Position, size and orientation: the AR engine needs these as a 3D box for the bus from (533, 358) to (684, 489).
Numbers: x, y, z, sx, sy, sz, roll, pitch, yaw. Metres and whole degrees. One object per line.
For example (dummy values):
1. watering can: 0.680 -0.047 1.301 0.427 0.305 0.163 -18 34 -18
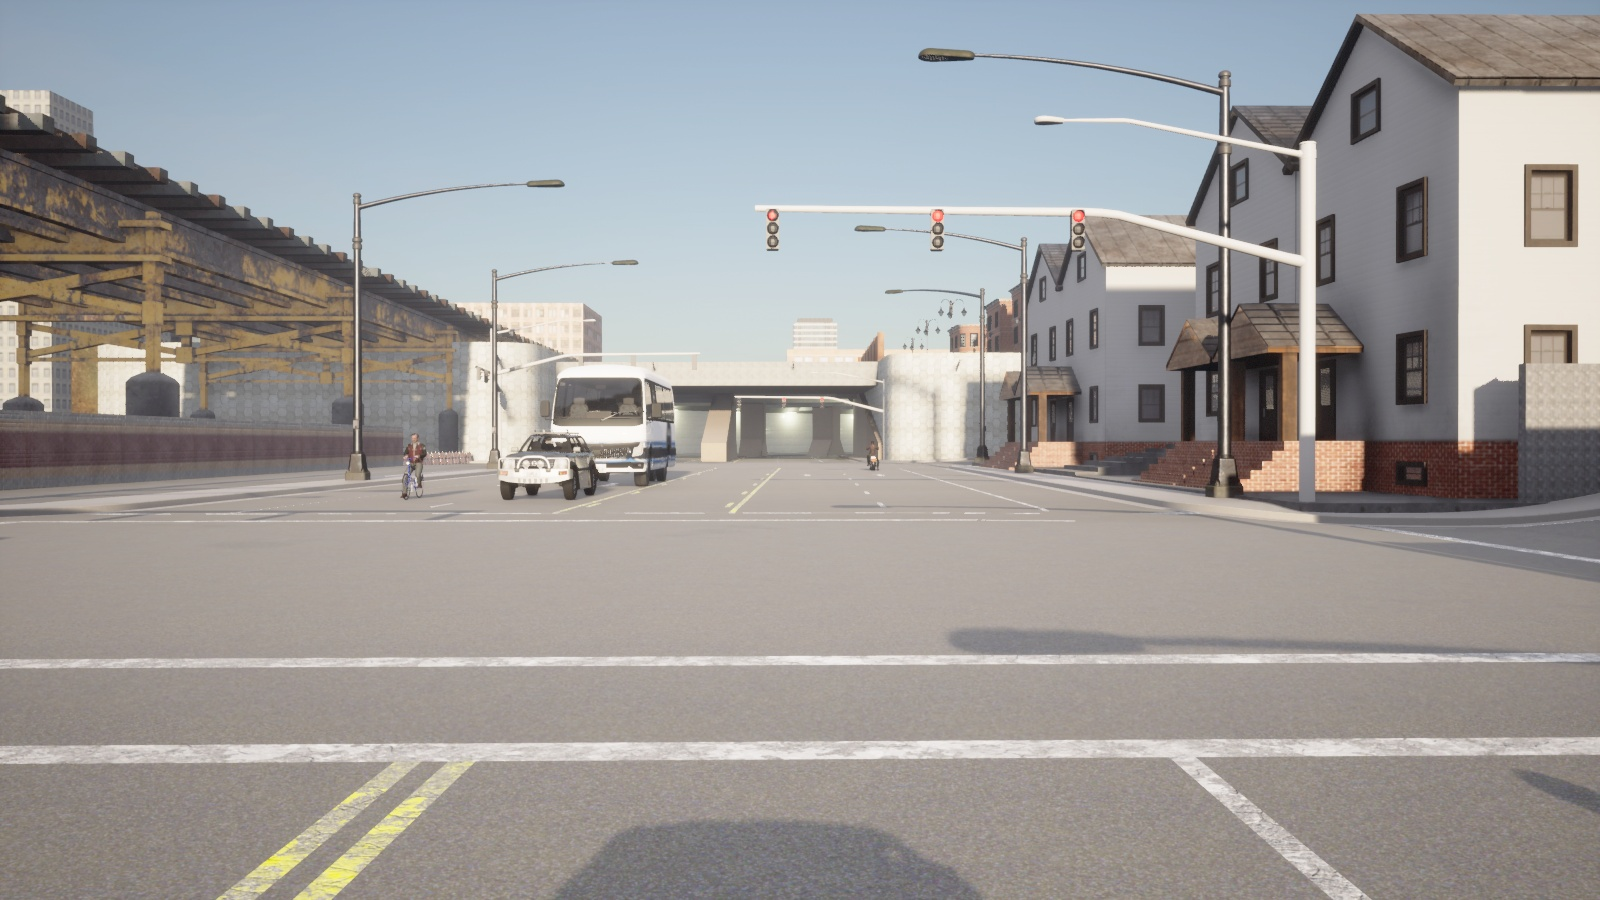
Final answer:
1. bus: -6.718 -0.896 46.125 3.944 4.253 10.273 0 0 0

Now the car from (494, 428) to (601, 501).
1. car: -6.784 0.365 34.192 1.932 1.855 4.605 0 0 1

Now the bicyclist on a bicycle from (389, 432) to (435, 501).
1. bicyclist on a bicycle: -10.293 0.420 33.368 0.659 1.776 1.843 0 0 0
